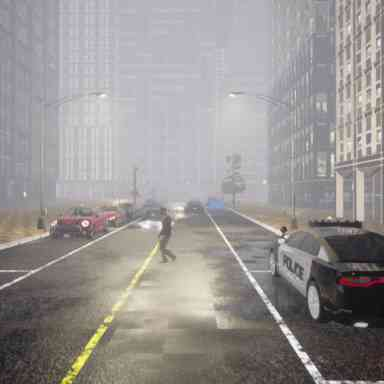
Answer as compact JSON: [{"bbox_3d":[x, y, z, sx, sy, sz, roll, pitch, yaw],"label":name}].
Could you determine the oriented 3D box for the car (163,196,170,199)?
[{"bbox_3d":[-5.432,1.546,67.671,2.008,1.369,4.403,1,0,0],"label":"car"}]

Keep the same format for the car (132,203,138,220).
[{"bbox_3d":[-5.526,1.567,28.174,1.947,1.339,4.313,1,0,0],"label":"car"}]

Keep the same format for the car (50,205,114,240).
[{"bbox_3d":[-5.588,1.441,16.889,1.967,1.590,4.097,1,0,0],"label":"car"}]

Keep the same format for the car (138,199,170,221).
[{"bbox_3d":[-2.948,1.565,27.406,1.994,1.385,4.181,0,0,0],"label":"car"}]

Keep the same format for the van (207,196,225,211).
[{"bbox_3d":[2.921,1.342,39.406,1.690,1.788,3.998,1,0,0],"label":"van"}]

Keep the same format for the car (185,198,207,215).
[{"bbox_3d":[0.280,1.565,34.355,1.994,1.385,4.181,0,0,0],"label":"car"}]

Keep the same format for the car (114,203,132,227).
[{"bbox_3d":[-5.557,1.583,22.532,1.802,1.307,4.206,1,0,0],"label":"car"}]

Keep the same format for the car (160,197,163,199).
[{"bbox_3d":[-5.431,1.566,45.102,1.947,1.339,4.313,1,0,0],"label":"car"}]

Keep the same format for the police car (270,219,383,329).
[{"bbox_3d":[3.039,1.426,7.282,1.930,1.638,5.238,0,0,0],"label":"police car"}]

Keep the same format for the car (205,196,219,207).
[{"bbox_3d":[2.983,1.439,50.689,1.967,1.590,4.097,1,0,0],"label":"car"}]

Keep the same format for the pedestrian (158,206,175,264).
[{"bbox_3d":[-0.816,1.294,10.323,0.375,1.860,0.375,1,-1,0],"label":"pedestrian"}]

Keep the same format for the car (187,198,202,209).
[{"bbox_3d":[0.325,1.564,45.460,1.994,1.385,4.181,0,0,1],"label":"car"}]
